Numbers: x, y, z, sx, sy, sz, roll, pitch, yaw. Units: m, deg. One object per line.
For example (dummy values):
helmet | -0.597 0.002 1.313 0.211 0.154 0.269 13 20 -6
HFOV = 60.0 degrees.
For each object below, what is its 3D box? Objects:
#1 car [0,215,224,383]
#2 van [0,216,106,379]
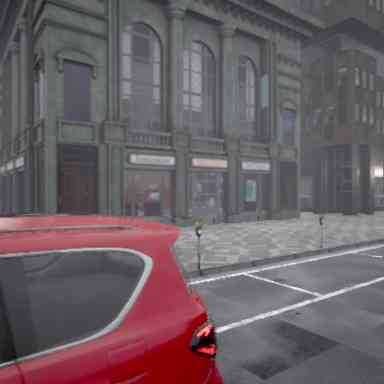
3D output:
car | -2.370 1.222 1.687 5.566 2.045 2.150 0 0 -36
van | -3.339 1.342 4.269 3.998 1.788 1.690 0 0 -35
